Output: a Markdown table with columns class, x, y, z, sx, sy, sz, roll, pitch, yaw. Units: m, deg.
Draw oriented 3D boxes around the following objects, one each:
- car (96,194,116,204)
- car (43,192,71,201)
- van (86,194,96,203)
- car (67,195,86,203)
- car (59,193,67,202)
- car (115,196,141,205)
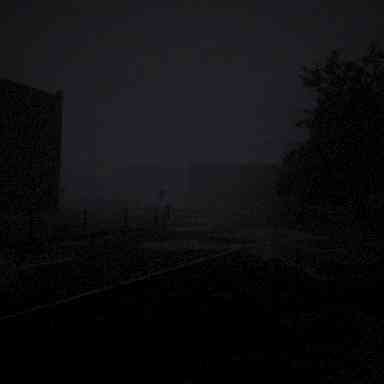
| class | x | y | z | sx | sy | sz | roll | pitch | yaw |
| --- | --- | --- | --- | --- | --- | --- | --- | --- | --- |
| car | -16.772 | 1.599 | 68.286 | 2.185 | 1.767 | 4.553 | 2 | -1 | 30 |
| car | -31.152 | 1.023 | 76.721 | 2.435 | 2.045 | 5.566 | 2 | -1 | 30 |
| van | -19.351 | 1.425 | 69.630 | 1.878 | 1.987 | 4.442 | 2 | -1 | 30 |
| car | -23.968 | 1.382 | 72.505 | 2.185 | 1.767 | 4.553 | 2 | -1 | 30 |
| car | -26.495 | 1.425 | 73.941 | 2.097 | 1.535 | 5.008 | 2 | -1 | 30 |
| car | -12.121 | 1.873 | 65.483 | 2.163 | 1.488 | 4.792 | 1 | -1 | 30 |
